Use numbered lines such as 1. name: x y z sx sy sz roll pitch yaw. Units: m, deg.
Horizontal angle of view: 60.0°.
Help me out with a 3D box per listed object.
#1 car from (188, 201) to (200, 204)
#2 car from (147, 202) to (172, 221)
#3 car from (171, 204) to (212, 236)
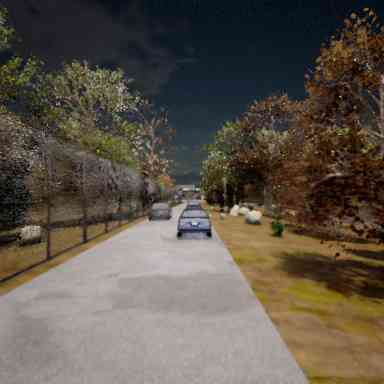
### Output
1. car: 0.233 1.884 40.297 1.837 1.490 4.892 0 -1 0
2. car: -2.766 1.709 29.545 1.837 1.490 4.892 0 -1 0
3. car: 0.133 1.628 18.965 2.033 1.411 5.357 0 0 0
